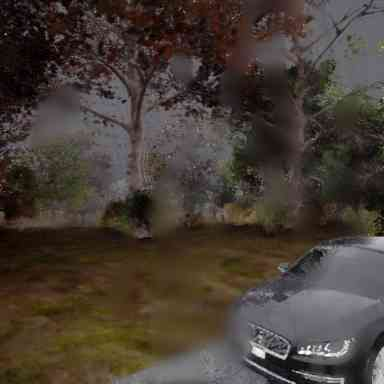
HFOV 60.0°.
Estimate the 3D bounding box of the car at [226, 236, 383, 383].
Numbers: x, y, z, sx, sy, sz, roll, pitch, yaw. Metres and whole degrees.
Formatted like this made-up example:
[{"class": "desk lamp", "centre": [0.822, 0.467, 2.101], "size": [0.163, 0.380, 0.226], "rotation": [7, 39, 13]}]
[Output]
[{"class": "car", "centre": [2.673, 1.521, 5.130], "size": [4.892, 1.490, 1.837], "rotation": [0, 0, -37]}]
